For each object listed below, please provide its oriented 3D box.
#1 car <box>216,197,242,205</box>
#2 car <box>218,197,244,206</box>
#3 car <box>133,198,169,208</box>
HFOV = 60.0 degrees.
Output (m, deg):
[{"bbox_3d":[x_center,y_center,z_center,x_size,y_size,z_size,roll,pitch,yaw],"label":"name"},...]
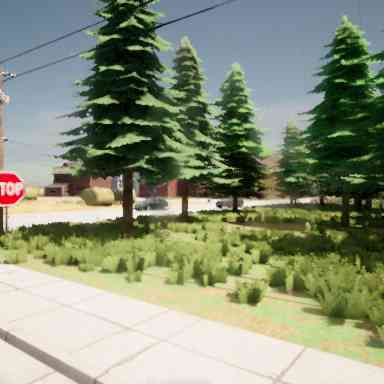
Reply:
[{"bbox_3d":[5.203,1.505,46.042,2.033,1.411,5.357,0,0,34],"label":"car"},{"bbox_3d":[6.470,1.513,54.246,2.033,1.411,5.357,0,0,34],"label":"car"},{"bbox_3d":[-4.594,1.442,37.957,1.837,1.490,4.892,0,0,34],"label":"car"}]
